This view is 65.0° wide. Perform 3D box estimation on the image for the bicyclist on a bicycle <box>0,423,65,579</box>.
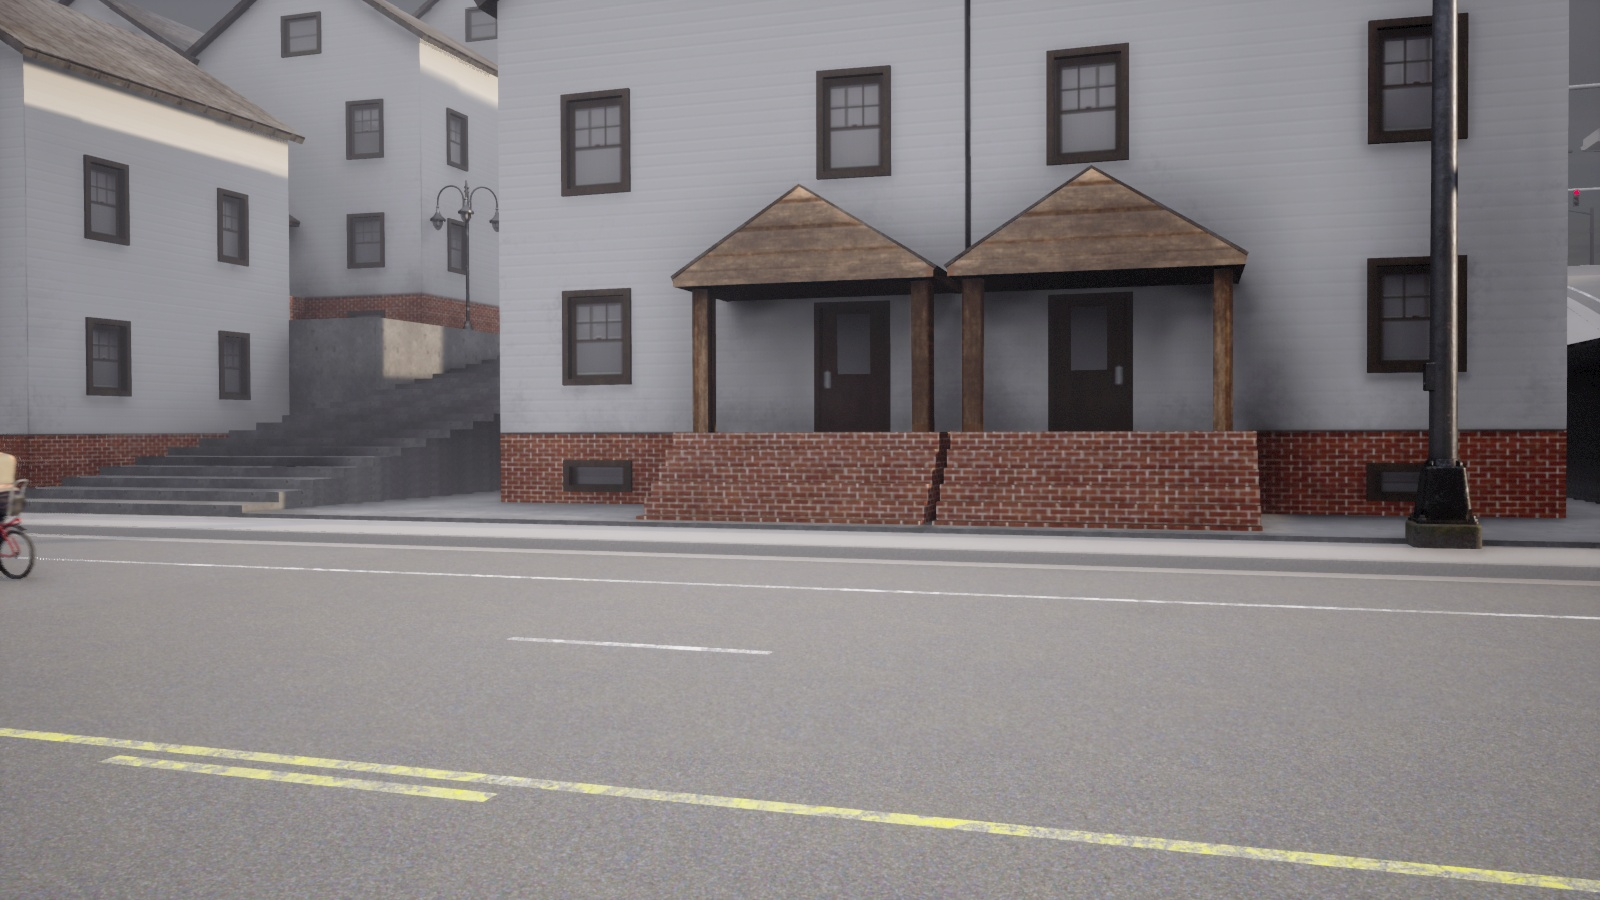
[{"bbox_3d":[-8.859,0.514,13.506,1.509,1.612,0.866,1,1,19],"label":"bicyclist on a bicycle"}]
